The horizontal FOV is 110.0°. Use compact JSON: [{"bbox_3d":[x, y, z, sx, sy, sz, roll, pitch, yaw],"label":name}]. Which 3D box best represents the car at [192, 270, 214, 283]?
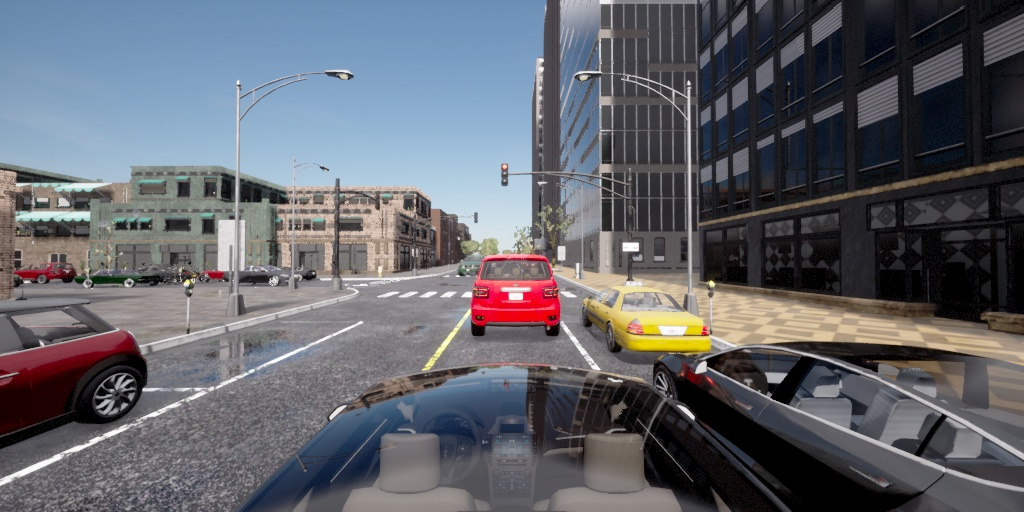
[{"bbox_3d":[-25.029,1.488,31.531,4.097,1.591,1.967,0,0,1],"label":"car"}]

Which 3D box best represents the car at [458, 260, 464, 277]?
[{"bbox_3d":[-3.748,0.984,36.199,2.150,2.045,5.566,0,0,8],"label":"car"}]

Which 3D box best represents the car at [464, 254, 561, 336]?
[{"bbox_3d":[0.080,0.975,10.497,2.150,2.045,5.566,0,0,0],"label":"car"}]

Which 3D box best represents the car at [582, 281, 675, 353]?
[{"bbox_3d":[2.812,1.277,8.622,1.751,1.417,4.829,0,0,0],"label":"car"}]

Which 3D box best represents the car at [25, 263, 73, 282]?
[{"bbox_3d":[-41.672,1.522,31.704,5.009,1.841,2.192,0,0,1],"label":"car"}]

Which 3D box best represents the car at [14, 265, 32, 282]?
[{"bbox_3d":[-38.508,1.591,25.901,4.892,1.490,1.837,-1,-1,1],"label":"car"}]

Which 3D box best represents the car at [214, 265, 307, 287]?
[{"bbox_3d":[-17.892,1.381,25.691,4.902,1.511,2.128,-1,-1,2],"label":"car"}]

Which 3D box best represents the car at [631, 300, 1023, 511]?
[{"bbox_3d":[2.655,1.316,2.809,1.948,1.339,4.313,0,0,0],"label":"car"}]

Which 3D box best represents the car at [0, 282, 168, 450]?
[{"bbox_3d":[-5.693,1.190,2.843,1.967,1.591,4.097,0,0,0],"label":"car"}]

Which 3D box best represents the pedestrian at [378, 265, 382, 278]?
[{"bbox_3d":[-12.620,1.398,34.355,0.375,1.300,0.375,0,0,1],"label":"pedestrian"}]

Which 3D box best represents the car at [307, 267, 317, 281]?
[{"bbox_3d":[-19.481,1.561,31.472,4.313,1.339,1.948,0,0,1],"label":"car"}]

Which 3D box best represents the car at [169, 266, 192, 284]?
[{"bbox_3d":[-28.842,1.547,28.984,4.892,1.490,1.837,-1,-1,1],"label":"car"}]

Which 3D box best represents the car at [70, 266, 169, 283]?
[{"bbox_3d":[-28.095,1.587,25.779,4.718,1.301,1.895,-1,-1,1],"label":"car"}]
